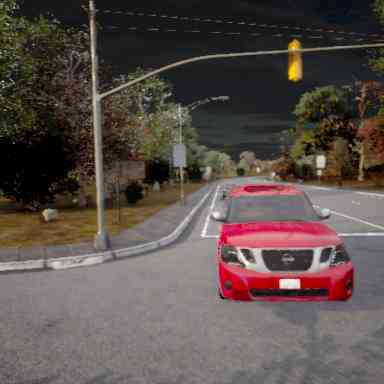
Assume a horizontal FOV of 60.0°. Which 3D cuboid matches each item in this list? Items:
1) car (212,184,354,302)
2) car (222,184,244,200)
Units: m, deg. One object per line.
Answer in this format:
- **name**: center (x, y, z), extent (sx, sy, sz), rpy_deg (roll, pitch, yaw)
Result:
- **car**: center (1.690, 0.890, 7.678), extent (2.150, 2.045, 5.566), rpy_deg (-2, 2, 5)
- **car**: center (3.961, -0.033, 32.710), extent (1.994, 1.385, 4.181), rpy_deg (-2, 3, 5)
